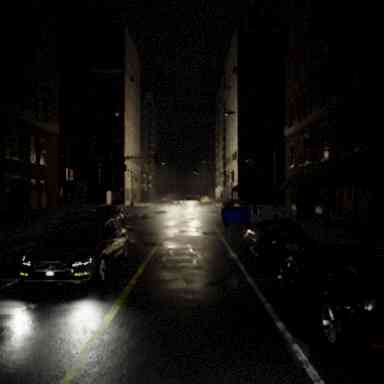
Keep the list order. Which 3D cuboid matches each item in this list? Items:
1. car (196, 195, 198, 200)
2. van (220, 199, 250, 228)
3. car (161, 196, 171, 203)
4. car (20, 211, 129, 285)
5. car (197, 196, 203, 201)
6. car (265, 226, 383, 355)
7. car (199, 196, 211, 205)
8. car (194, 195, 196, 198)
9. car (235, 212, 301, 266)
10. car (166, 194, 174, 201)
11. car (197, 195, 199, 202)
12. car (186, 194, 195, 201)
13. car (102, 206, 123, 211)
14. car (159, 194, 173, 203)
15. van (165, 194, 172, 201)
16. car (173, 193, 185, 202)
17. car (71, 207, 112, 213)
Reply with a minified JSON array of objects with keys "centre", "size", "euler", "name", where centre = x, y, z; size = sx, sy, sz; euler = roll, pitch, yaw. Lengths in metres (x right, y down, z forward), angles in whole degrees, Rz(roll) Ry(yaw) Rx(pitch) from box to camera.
[{"centre":[2.545,1.749,72.691],"size":[2.008,1.369,4.403],"euler":[0,0,-1],"name":"car"},{"centre":[2.868,1.406,22.451],"size":[1.690,1.788,3.998],"euler":[0,0,0],"name":"van"},{"centre":[-6.052,1.762,78.106],"size":[2.008,1.369,4.403],"euler":[0,0,-1],"name":"car"},{"centre":[-3.093,1.533,9.674],"size":[1.837,1.490,4.892],"euler":[0,0,0],"name":"car"},{"centre":[2.257,1.826,94.793],"size":[1.802,1.307,4.206],"euler":[0,0,-1],"name":"car"},{"centre":[2.858,1.584,6.105],"size":[1.947,1.339,4.313],"euler":[0,0,0],"name":"car"},{"centre":[2.687,1.698,61.810],"size":[1.752,1.417,4.829],"euler":[0,0,-1],"name":"car"},{"centre":[2.329,1.785,89.267],"size":[2.008,1.369,4.403],"euler":[0,0,-1],"name":"car"},{"centre":[2.861,1.599,11.554],"size":[1.947,1.339,4.313],"euler":[0,0,0],"name":"car"},{"centre":[-6.268,1.559,94.683],"size":[2.192,1.841,5.009],"euler":[0,0,-1],"name":"car"},{"centre":[2.617,1.626,67.165],"size":[1.967,1.590,4.097],"euler":[0,0,-1],"name":"car"},{"centre":[-0.542,1.756,90.302],"size":[1.812,1.442,4.674],"euler":[0,0,-1],"name":"car"},{"centre":[-5.657,1.631,22.447],"size":[1.947,1.339,4.313],"euler":[0,0,0],"name":"car"},{"centre":[-5.980,1.513,72.581],"size":[2.192,1.841,5.009],"euler":[0,0,-1],"name":"car"},{"centre":[-6.196,1.575,89.157],"size":[1.690,1.788,3.998],"euler":[0,0,-1],"name":"van"},{"centre":[-3.499,1.726,87.007],"size":[1.837,1.490,4.892],"euler":[0,0,-1],"name":"car"},{"centre":[-5.660,1.631,16.996],"size":[1.802,1.307,4.206],"euler":[0,0,0],"name":"car"}]
